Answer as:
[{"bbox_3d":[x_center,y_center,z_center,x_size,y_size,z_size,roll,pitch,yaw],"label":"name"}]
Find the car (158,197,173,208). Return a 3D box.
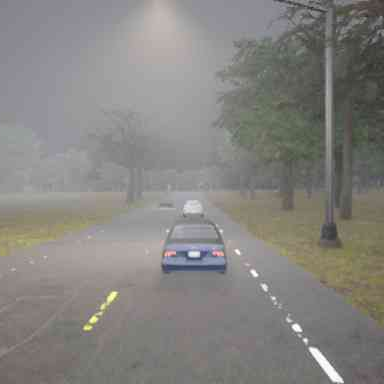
[{"bbox_3d":[-3.559,1.434,46.223,2.033,1.411,5.357,0,0,0],"label":"car"}]

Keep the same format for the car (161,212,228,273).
[{"bbox_3d":[0.070,1.597,10.760,2.033,1.411,5.357,0,0,0],"label":"car"}]

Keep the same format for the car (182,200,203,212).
[{"bbox_3d":[0.108,1.531,31.711,1.812,1.442,4.674,0,0,0],"label":"car"}]
